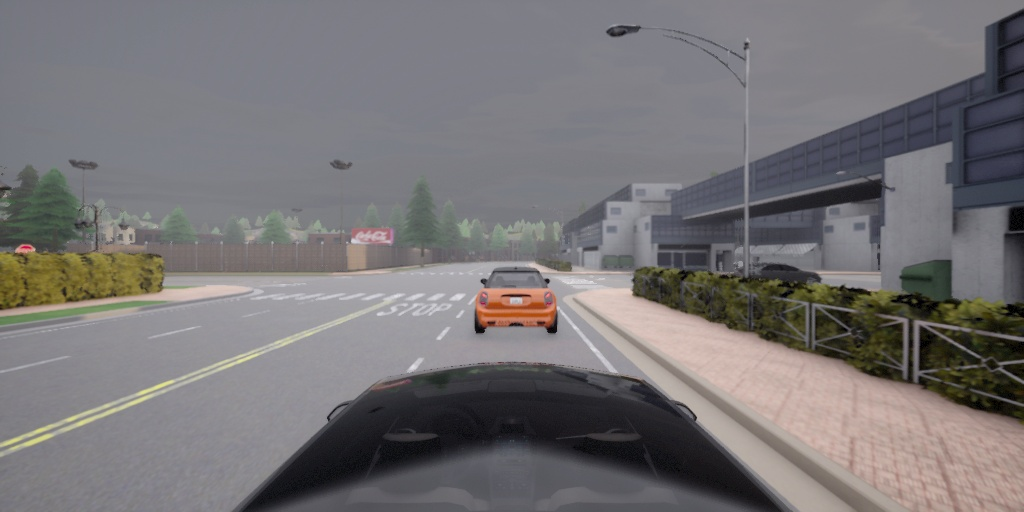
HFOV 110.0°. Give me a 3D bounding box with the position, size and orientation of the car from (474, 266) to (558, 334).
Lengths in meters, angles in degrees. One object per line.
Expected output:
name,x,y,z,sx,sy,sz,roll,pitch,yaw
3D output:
car,0.100,1.083,10.712,2.097,1.767,4.553,0,0,0

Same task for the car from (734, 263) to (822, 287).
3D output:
car,16.860,1.210,22.825,4.892,1.490,1.837,0,0,1
